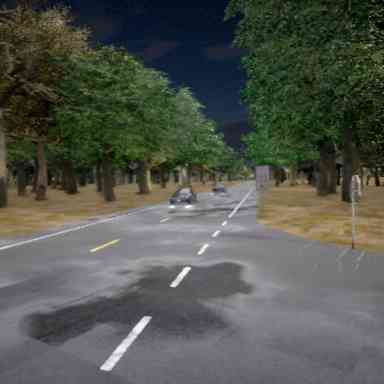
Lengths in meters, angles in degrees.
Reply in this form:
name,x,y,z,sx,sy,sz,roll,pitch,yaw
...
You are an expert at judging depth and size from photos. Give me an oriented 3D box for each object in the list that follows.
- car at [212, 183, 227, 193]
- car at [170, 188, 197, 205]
name,x,y,z,sx,sy,sz,roll,pitch,yaw
car,4.670,-0.779,56.571,2.097,1.767,4.553,-1,2,12
car,-0.704,0.389,31.317,1.812,1.442,4.674,-1,2,12
